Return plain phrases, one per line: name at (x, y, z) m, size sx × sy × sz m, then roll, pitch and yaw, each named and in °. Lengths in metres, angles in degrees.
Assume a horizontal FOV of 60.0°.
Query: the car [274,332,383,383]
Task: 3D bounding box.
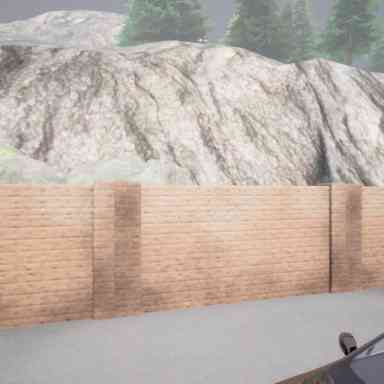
car at (2.178, 1.492, 1.904) m, size 4.902 × 1.511 × 2.128 m, roll 0°, pitch 0°, yaw -18°
